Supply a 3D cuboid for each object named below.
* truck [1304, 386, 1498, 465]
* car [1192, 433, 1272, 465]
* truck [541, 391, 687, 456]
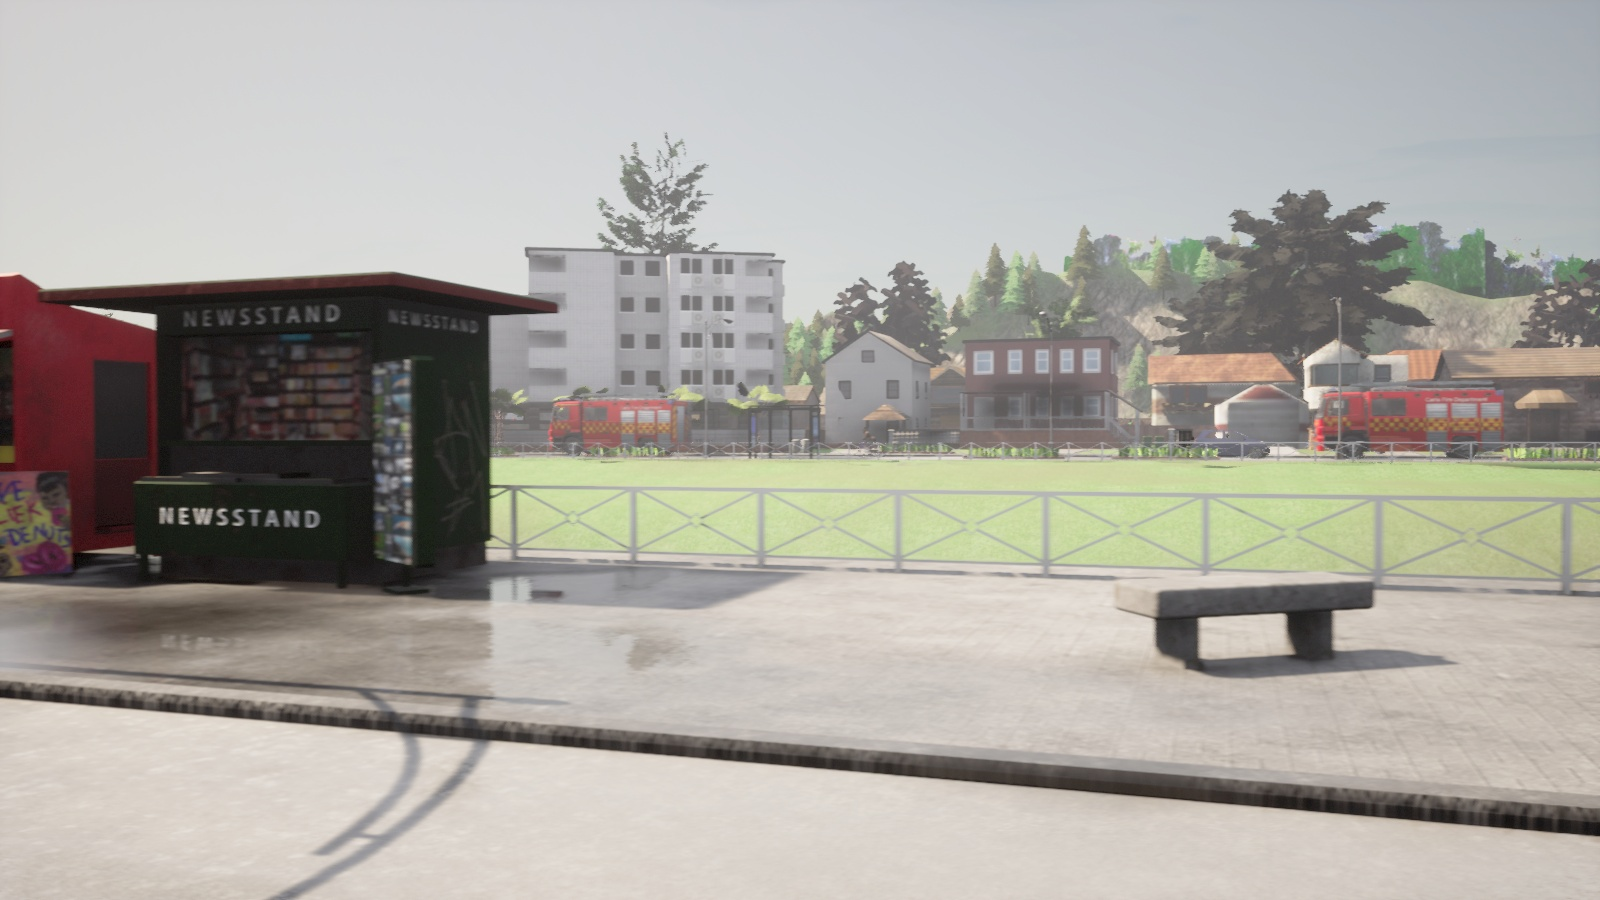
[{"bbox_3d":[29.910,-1.234,62.950,8.468,3.827,2.891,1,1,19],"label":"truck"},{"bbox_3d":[21.193,-0.068,61.681,3.633,1.501,1.845,1,1,19],"label":"car"},{"bbox_3d":[-11.387,-1.612,76.854,8.468,3.827,2.891,1,1,19],"label":"truck"}]
